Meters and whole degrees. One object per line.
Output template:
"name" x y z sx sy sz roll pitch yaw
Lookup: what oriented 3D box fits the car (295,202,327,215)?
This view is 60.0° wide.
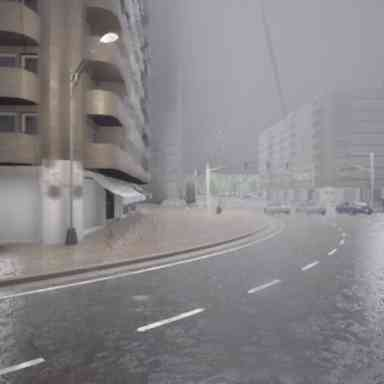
"car" 12.727 1.768 35.730 1.895 1.301 4.718 0 0 -1

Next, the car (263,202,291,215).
"car" 9.218 1.791 36.339 1.895 1.301 4.718 0 0 -2

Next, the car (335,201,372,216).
"car" 16.540 1.675 34.146 1.812 1.442 4.674 0 -1 -4
